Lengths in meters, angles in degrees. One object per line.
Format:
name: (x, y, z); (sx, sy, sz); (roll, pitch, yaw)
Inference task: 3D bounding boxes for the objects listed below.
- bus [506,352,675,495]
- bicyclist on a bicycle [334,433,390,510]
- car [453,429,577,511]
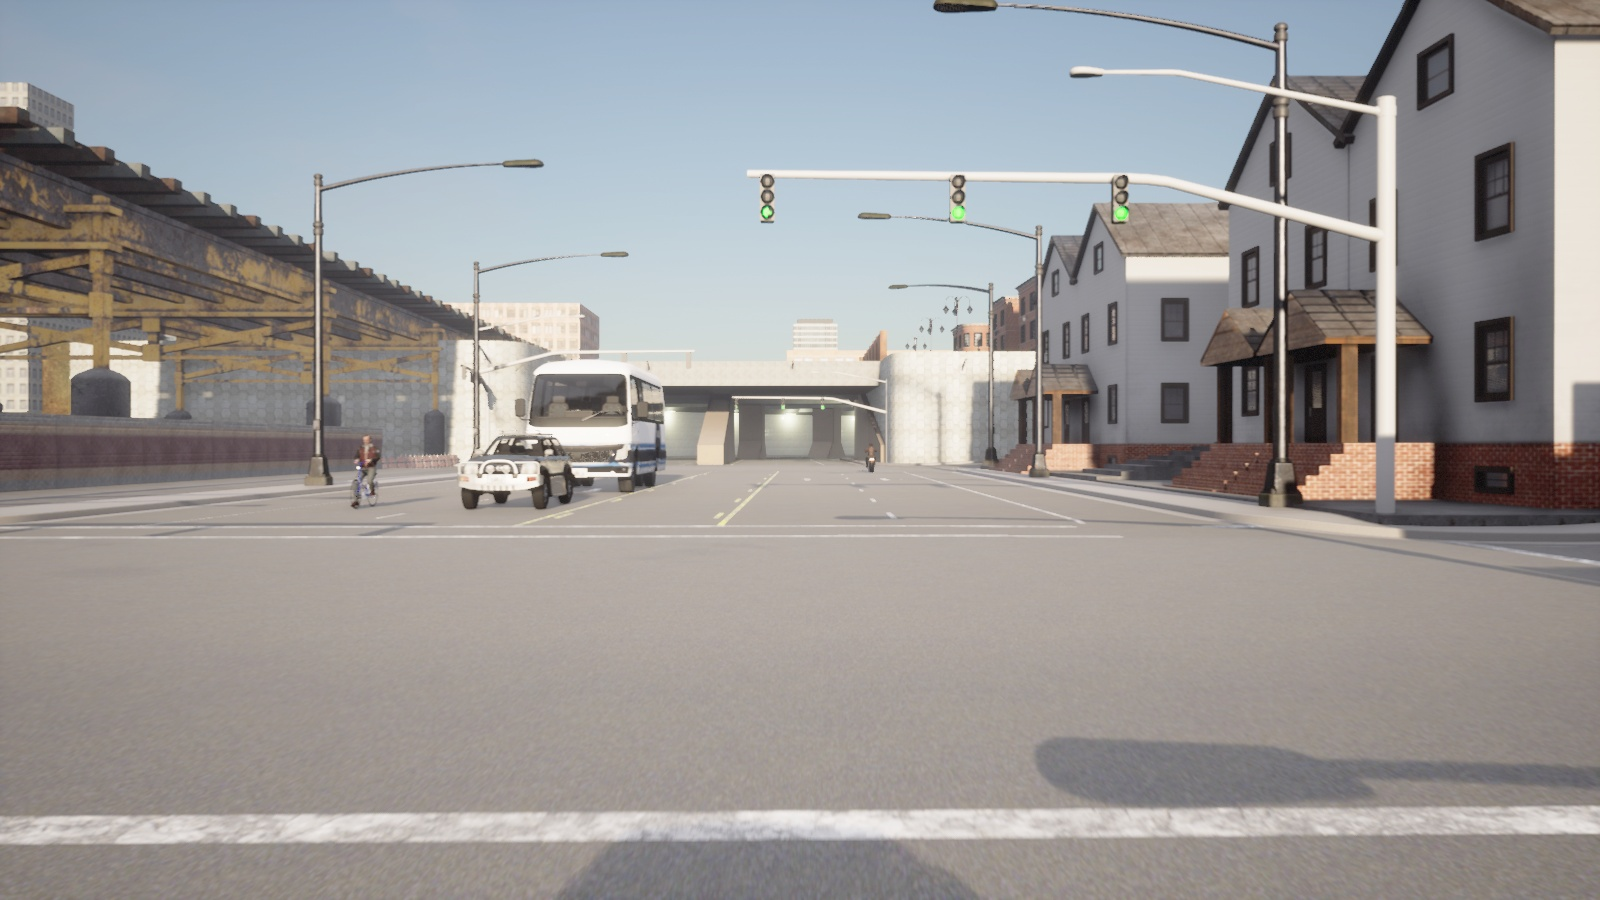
bus: (-6.739, -0.800, 42.405); (3.944, 4.253, 10.273); (0, 0, 0)
bicyclist on a bicycle: (-10.314, 0.494, 29.646); (0.659, 1.776, 1.843); (0, 0, 0)
car: (-6.805, 0.440, 30.470); (1.932, 1.855, 4.605); (0, 0, 1)
